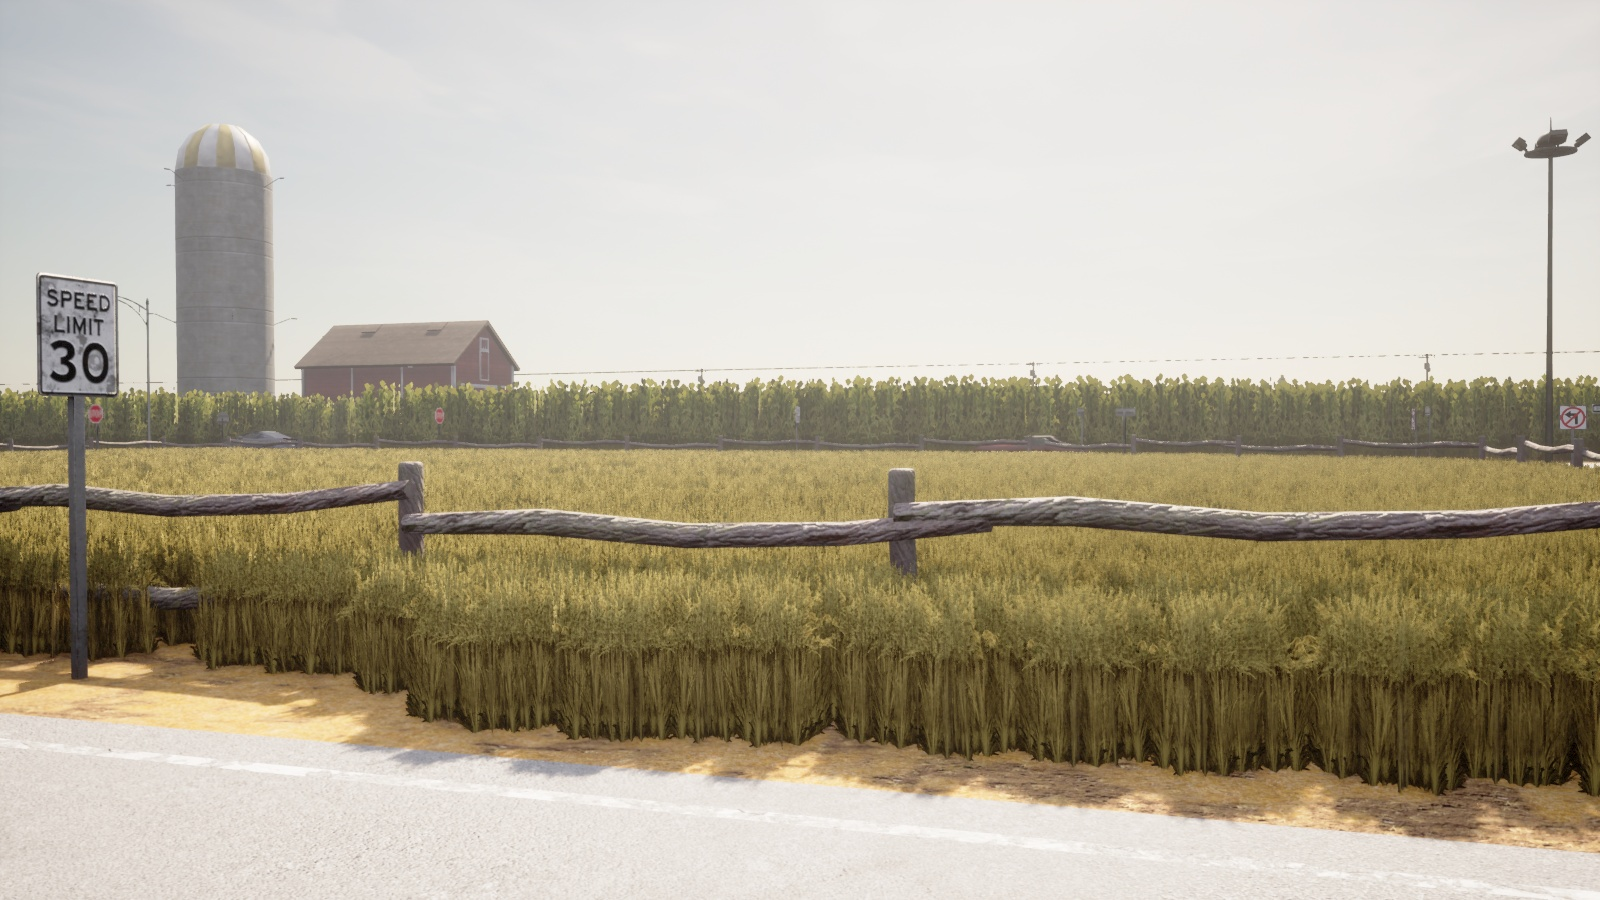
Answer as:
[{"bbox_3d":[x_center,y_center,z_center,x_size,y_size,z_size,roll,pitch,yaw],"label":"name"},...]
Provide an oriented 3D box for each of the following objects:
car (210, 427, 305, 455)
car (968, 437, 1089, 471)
[{"bbox_3d":[-27.671,-0.478,64.135,4.181,1.385,1.994,0,1,19],"label":"car"},{"bbox_3d":[9.407,0.132,51.606,4.718,1.301,1.895,1,1,16],"label":"car"}]
